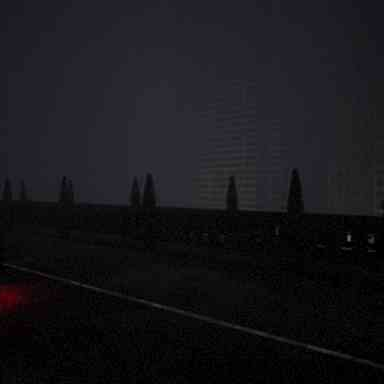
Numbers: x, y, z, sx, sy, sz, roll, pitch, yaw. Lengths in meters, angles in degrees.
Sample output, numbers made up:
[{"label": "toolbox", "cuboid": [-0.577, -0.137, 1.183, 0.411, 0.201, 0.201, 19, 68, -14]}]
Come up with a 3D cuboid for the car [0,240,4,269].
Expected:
[{"label": "car", "cuboid": [-6.905, 1.429, 8.915, 4.892, 1.490, 1.837, 1, 0, 36]}]
